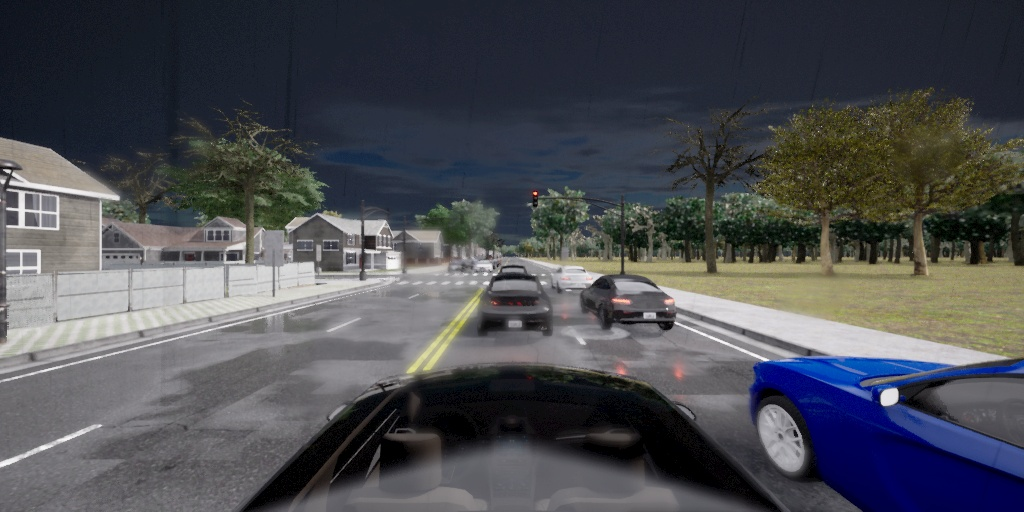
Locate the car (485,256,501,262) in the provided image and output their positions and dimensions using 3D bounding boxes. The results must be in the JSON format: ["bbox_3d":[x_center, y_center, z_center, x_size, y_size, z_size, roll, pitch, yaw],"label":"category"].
[{"bbox_3d":[-3.264,1.199,63.864,1.882,1.535,5.008,0,0,0],"label":"car"}]

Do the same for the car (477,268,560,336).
[{"bbox_3d":[0.088,1.254,10.326,1.837,1.490,4.892,0,0,0],"label":"car"}]

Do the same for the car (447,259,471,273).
[{"bbox_3d":[-6.567,1.233,43.227,2.128,1.511,4.902,0,0,0],"label":"car"}]

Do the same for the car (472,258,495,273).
[{"bbox_3d":[-3.320,1.266,42.469,1.812,1.442,4.674,0,0,0],"label":"car"}]

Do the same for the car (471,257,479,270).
[{"bbox_3d":[-6.556,1.237,53.592,1.837,1.490,4.892,0,0,1],"label":"car"}]

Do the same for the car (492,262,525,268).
[{"bbox_3d":[0.069,1.254,19.742,1.837,1.490,4.892,0,0,0],"label":"car"}]

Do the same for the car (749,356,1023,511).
[{"bbox_3d":[3.350,1.228,1.649,1.882,1.535,5.008,0,0,0],"label":"car"}]

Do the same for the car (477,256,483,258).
[{"bbox_3d":[-6.515,1.246,64.467,1.812,1.442,4.674,0,0,1],"label":"car"}]

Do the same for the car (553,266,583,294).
[{"bbox_3d":[3.322,1.274,20.069,1.812,1.442,4.674,0,0,0],"label":"car"}]

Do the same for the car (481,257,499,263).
[{"bbox_3d":[-3.309,1.238,52.693,1.837,1.490,4.892,0,0,0],"label":"car"}]

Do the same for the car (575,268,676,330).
[{"bbox_3d":[3.339,1.275,10.964,1.812,1.442,4.674,0,0,0],"label":"car"}]
